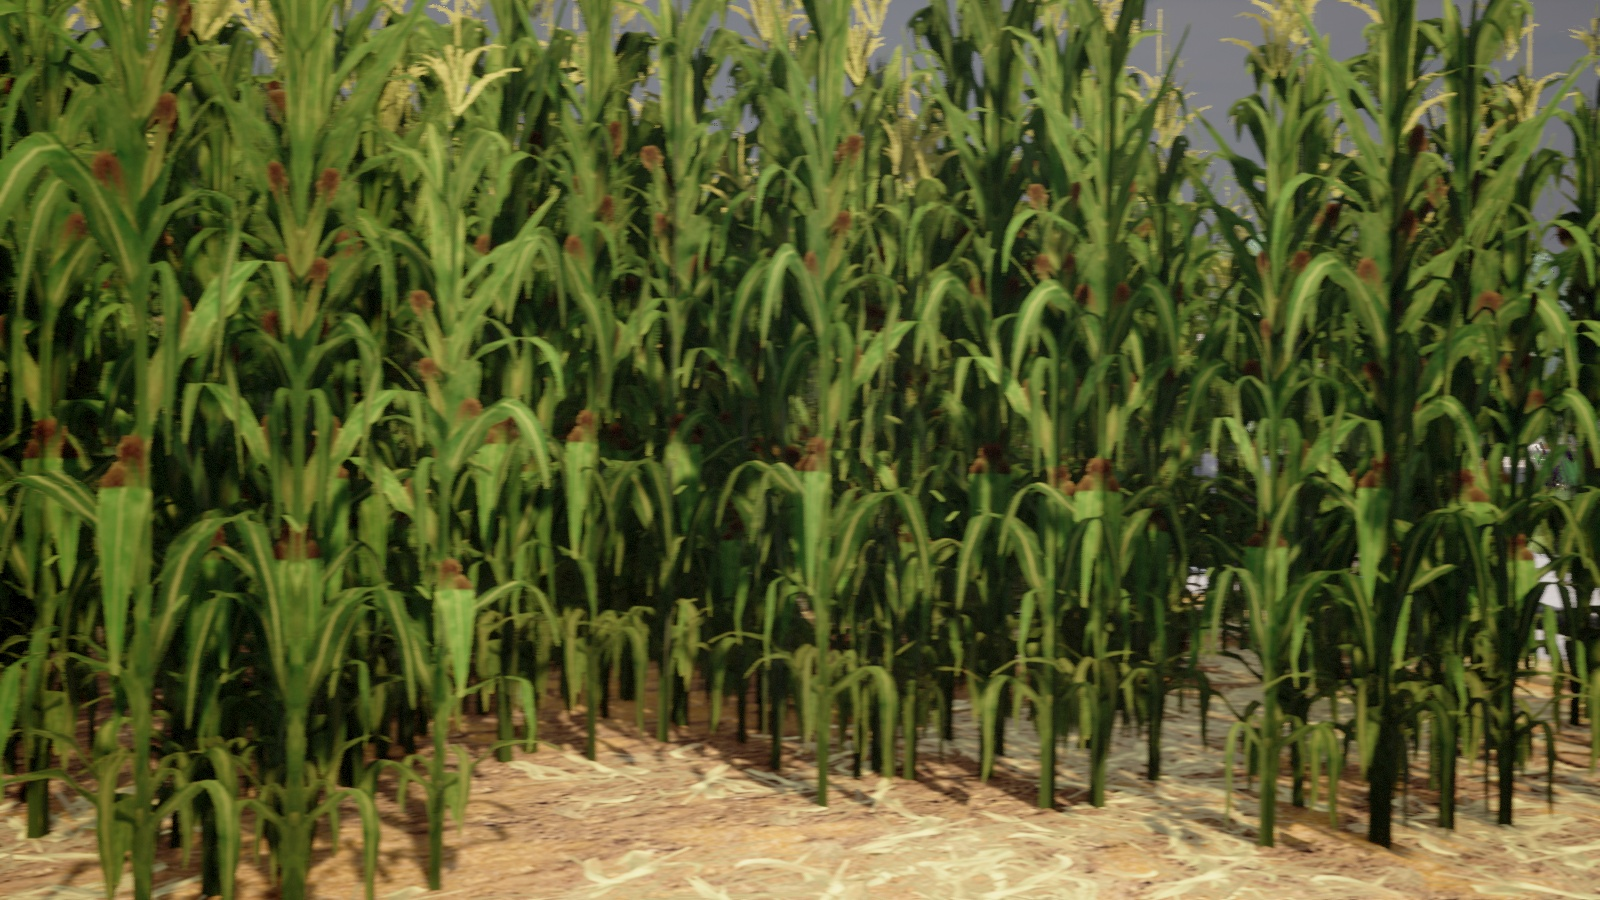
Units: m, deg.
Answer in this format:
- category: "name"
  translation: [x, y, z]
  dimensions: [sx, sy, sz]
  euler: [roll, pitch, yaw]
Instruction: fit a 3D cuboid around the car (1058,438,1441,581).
- category: "car"
  translation: [5.033, 0.567, 14.753]
  dimensions: [1.994, 1.385, 4.181]
  euler: [-1, 1, -21]
